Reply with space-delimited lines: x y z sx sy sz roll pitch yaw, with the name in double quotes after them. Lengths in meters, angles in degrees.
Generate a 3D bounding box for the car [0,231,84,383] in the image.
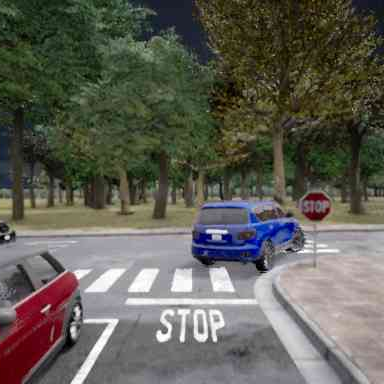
-2.649 1.470 3.484 1.967 1.590 4.097 -1 0 0 "car"

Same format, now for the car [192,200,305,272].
2.099 1.297 11.518 2.150 2.045 5.566 -3 0 32 "car"

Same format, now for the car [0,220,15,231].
-10.149 1.518 13.297 5.566 2.045 2.150 -1 0 0 "car"
